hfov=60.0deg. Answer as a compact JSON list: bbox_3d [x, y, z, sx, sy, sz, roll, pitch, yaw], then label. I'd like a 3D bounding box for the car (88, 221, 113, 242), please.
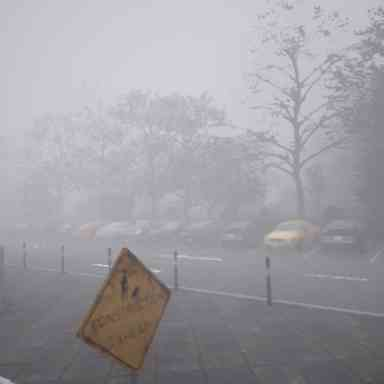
[{"bbox_3d":[-5.558,3.118,26.679,2.002,1.452,4.674,-4,-2,35],"label":"car"}]

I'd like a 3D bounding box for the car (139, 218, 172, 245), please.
[{"bbox_3d":[-1.039,2.758,23.476,2.097,1.535,5.008,-4,-2,35],"label":"car"}]

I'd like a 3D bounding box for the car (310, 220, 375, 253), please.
[{"bbox_3d":[8.009,2.154,17.072,2.163,1.488,4.792,-4,-2,35],"label":"car"}]

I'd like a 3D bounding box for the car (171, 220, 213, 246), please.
[{"bbox_3d":[1.213,2.601,21.861,2.231,1.521,4.892,-4,-2,35],"label":"car"}]

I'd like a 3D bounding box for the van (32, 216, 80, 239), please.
[{"bbox_3d":[-12.277,3.332,31.603,1.878,1.987,4.442,-4,-2,35],"label":"van"}]

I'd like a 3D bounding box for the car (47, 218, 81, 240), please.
[{"bbox_3d":[-10.077,3.437,29.891,2.002,1.452,4.674,-4,-2,35],"label":"car"}]

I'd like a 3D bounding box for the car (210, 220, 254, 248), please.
[{"bbox_3d":[3.492,2.470,20.283,2.163,1.488,4.792,-4,-2,35],"label":"car"}]

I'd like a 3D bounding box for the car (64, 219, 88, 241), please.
[{"bbox_3d":[-7.820,3.237,28.284,2.097,1.535,5.008,-4,-2,35],"label":"car"}]

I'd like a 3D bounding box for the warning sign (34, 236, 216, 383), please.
[{"bbox_3d":[-0.621,1.490,3.410,1.060,1.860,1.300,-8,-2,35],"label":"warning sign"}]

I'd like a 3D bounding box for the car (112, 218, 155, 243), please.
[{"bbox_3d":[-3.288,2.793,25.107,2.185,1.767,4.553,-4,-2,35],"label":"car"}]

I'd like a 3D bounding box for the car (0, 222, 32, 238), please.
[{"bbox_3d":[-16.866,3.908,34.686,2.163,1.488,4.792,-4,-2,35],"label":"car"}]

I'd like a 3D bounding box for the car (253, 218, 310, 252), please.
[{"bbox_3d":[5.623,2.279,18.504,1.946,1.575,5.366,-4,-2,35],"label":"car"}]
